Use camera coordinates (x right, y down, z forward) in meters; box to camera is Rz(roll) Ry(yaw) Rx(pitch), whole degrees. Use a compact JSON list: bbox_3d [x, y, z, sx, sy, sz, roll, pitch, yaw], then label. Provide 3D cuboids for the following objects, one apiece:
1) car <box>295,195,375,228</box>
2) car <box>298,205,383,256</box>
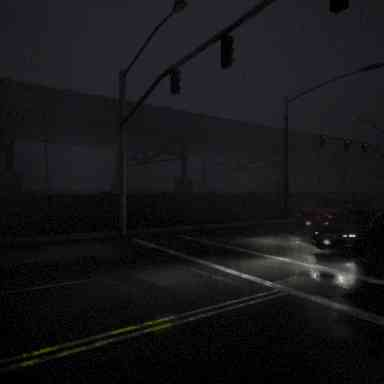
[{"bbox_3d":[8.098,1.221,18.381,5.566,2.045,2.150,0,0,-36],"label":"car"},{"bbox_3d":[6.725,1.491,13.106,4.902,1.511,2.128,0,0,-36],"label":"car"}]
